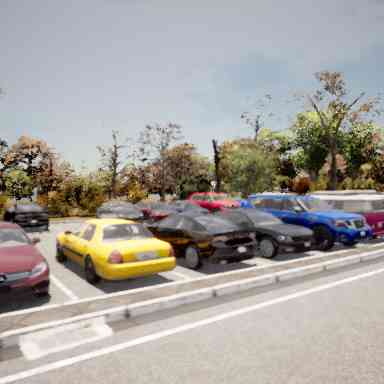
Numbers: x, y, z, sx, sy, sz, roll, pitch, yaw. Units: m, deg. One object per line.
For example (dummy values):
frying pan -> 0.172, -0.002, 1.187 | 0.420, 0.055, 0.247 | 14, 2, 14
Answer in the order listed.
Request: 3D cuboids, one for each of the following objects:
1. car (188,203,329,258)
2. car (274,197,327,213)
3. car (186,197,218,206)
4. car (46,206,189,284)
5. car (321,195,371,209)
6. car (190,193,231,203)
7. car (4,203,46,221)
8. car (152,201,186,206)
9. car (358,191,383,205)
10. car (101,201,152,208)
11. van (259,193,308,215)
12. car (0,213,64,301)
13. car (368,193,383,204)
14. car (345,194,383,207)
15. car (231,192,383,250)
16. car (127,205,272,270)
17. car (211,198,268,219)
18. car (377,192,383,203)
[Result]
car -> 2.239, 1.404, 12.641 | 2.097, 1.535, 5.008 | 0, 0, -35
car -> 11.092, 1.288, 34.327 | 2.163, 1.488, 4.792 | -1, 1, -35
car -> -0.524, 1.426, 26.047 | 2.163, 1.488, 4.792 | 0, 0, -35
car -> -2.480, 1.407, 9.526 | 1.946, 1.575, 5.366 | 0, 0, -35
car -> 18.023, 1.101, 39.192 | 2.231, 1.521, 4.892 | -1, 1, -35
car -> 1.781, 1.142, 27.677 | 2.435, 2.045, 5.566 | 0, 0, -35
car -> -9.763, 1.409, 19.549 | 2.097, 1.535, 5.008 | 0, 0, -35
car -> -2.831, 1.429, 24.417 | 2.163, 1.488, 4.792 | 0, 0, -35
car -> 24.821, 0.818, 44.026 | 2.185, 1.767, 4.553 | -1, 1, -35
car -> -5.056, 1.404, 22.890 | 2.231, 1.521, 4.892 | 0, 0, -35
van -> 8.867, 1.086, 32.571 | 1.878, 1.987, 4.442 | -1, 1, -35
car -> -4.682, 1.453, 7.746 | 2.002, 1.452, 4.674 | 0, 0, -35
car -> 27.149, 0.891, 45.628 | 2.097, 1.535, 5.008 | -1, 1, -35
car -> 22.533, 0.996, 42.377 | 2.097, 1.535, 5.008 | -1, 1, -35
car -> 4.566, 1.149, 14.245 | 2.435, 2.045, 5.566 | 0, 0, -35
car -> -0.062, 1.407, 11.002 | 2.097, 1.535, 5.008 | 0, 0, -35
car -> 4.083, 1.387, 29.332 | 2.097, 1.535, 5.008 | 0, 0, -35
car -> 29.449, 0.838, 47.265 | 2.097, 1.535, 5.008 | -1, 1, -35
